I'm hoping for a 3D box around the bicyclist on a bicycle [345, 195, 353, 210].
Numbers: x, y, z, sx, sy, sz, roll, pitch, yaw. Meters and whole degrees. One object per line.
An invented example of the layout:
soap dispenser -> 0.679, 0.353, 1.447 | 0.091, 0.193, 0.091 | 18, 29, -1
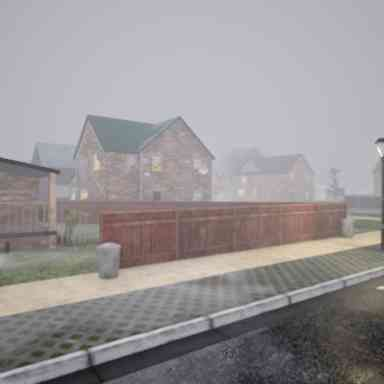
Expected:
bicyclist on a bicycle -> 17.332, 1.207, 36.807 | 1.656, 1.620, 0.582 | 0, 0, -36
